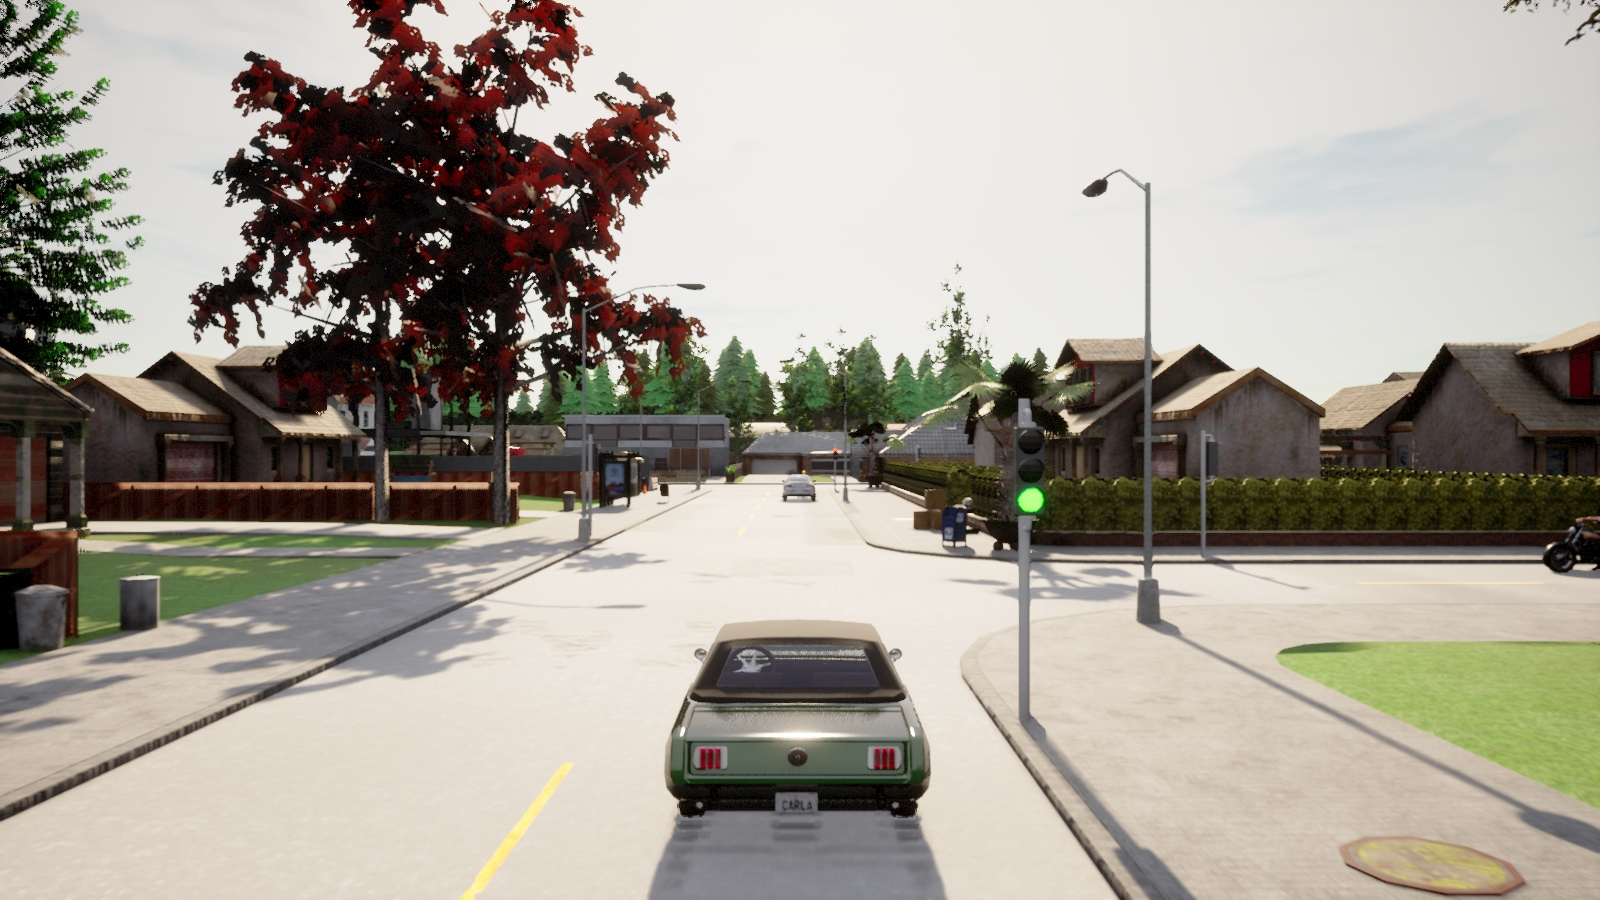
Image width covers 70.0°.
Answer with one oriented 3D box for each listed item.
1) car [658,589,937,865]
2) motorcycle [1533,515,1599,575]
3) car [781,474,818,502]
[{"bbox_3d":[-0.017,2.163,10.099,1.895,1.301,4.718,0,0,0],"label":"car"},{"bbox_3d":[18.288,2.174,26.278,2.356,1.307,0.764,0,0,0],"label":"motorcycle"},{"bbox_3d":[-0.047,2.128,64.994,2.002,1.442,4.674,0,0,0],"label":"car"}]
